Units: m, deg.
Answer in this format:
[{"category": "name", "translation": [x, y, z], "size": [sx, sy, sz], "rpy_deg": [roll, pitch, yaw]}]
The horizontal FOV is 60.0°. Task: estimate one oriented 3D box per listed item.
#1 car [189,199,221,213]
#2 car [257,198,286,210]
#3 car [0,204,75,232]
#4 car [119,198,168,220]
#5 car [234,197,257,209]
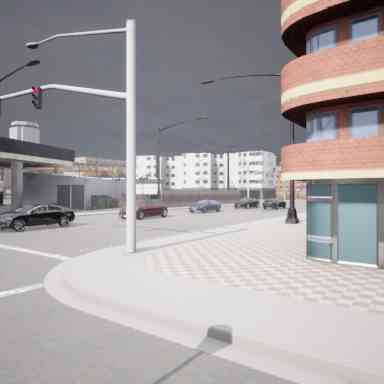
[{"category": "car", "translation": [1.544, 1.526, 36.672], "size": [1.812, 1.442, 4.674], "rpy_deg": [0, 0, 35]}, {"category": "car", "translation": [10.874, 1.492, 43.695], "size": [2.128, 1.511, 4.902], "rpy_deg": [0, 0, 35]}, {"category": "car", "translation": [-9.590, 1.491, 20.460], "size": [2.128, 1.511, 4.902], "rpy_deg": [0, 0, 34]}, {"category": "car", "translation": [-4.112, 1.352, 28.475], "size": [2.097, 1.767, 4.553], "rpy_deg": [0, 0, 34]}, {"category": "car", "translation": [7.510, 1.478, 45.278], "size": [1.882, 1.535, 5.008], "rpy_deg": [0, 0, 35]}]
